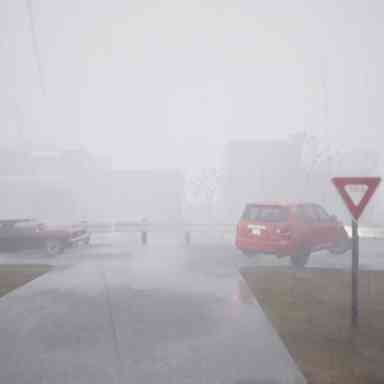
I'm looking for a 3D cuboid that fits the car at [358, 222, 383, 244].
[{"bbox_3d":[17.517,4.427,36.285,2.435,2.045,5.566,0,-1,-18],"label":"car"}]

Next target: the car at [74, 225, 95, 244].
[{"bbox_3d":[-12.069,4.681,37.188,2.097,1.535,5.008,0,0,-18],"label":"car"}]

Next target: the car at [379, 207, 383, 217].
[{"bbox_3d":[41.167,4.353,69.331,4.553,1.767,2.185,-1,0,-17],"label":"car"}]

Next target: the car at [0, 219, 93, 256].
[{"bbox_3d":[-6.574,1.732,13.066,4.718,1.301,1.895,-2,0,2],"label":"car"}]

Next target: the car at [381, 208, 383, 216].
[{"bbox_3d":[41.039,4.494,66.331,5.008,1.535,2.097,-1,1,-17],"label":"car"}]

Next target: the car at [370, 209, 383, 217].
[{"bbox_3d":[41.372,4.501,72.334,4.674,1.452,2.002,-1,0,-17],"label":"car"}]

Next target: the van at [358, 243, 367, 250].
[{"bbox_3d":[10.758,4.557,19.442,1.878,1.987,4.442,0,1,-18],"label":"van"}]

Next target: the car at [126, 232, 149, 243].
[{"bbox_3d":[-6.142,4.711,36.988,2.163,1.488,4.792,0,-1,-18],"label":"car"}]

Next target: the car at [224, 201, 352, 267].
[{"bbox_3d":[3.850,1.382,12.395,2.150,2.045,5.566,1,0,43],"label":"car"}]

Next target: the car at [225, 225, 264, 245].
[{"bbox_3d":[5.679,4.682,36.659,2.231,1.521,4.892,0,0,-18],"label":"car"}]

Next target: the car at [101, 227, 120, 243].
[{"bbox_3d":[-9.182,4.680,37.272,1.946,1.575,5.366,0,0,-18],"label":"car"}]

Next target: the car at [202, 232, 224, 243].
[{"bbox_3d":[2.706,4.556,36.778,2.185,1.767,4.553,0,-1,-18],"label":"car"}]

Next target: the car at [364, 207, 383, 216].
[{"bbox_3d":[41.576,4.319,75.335,4.553,1.767,2.185,-1,1,-17],"label":"car"}]
